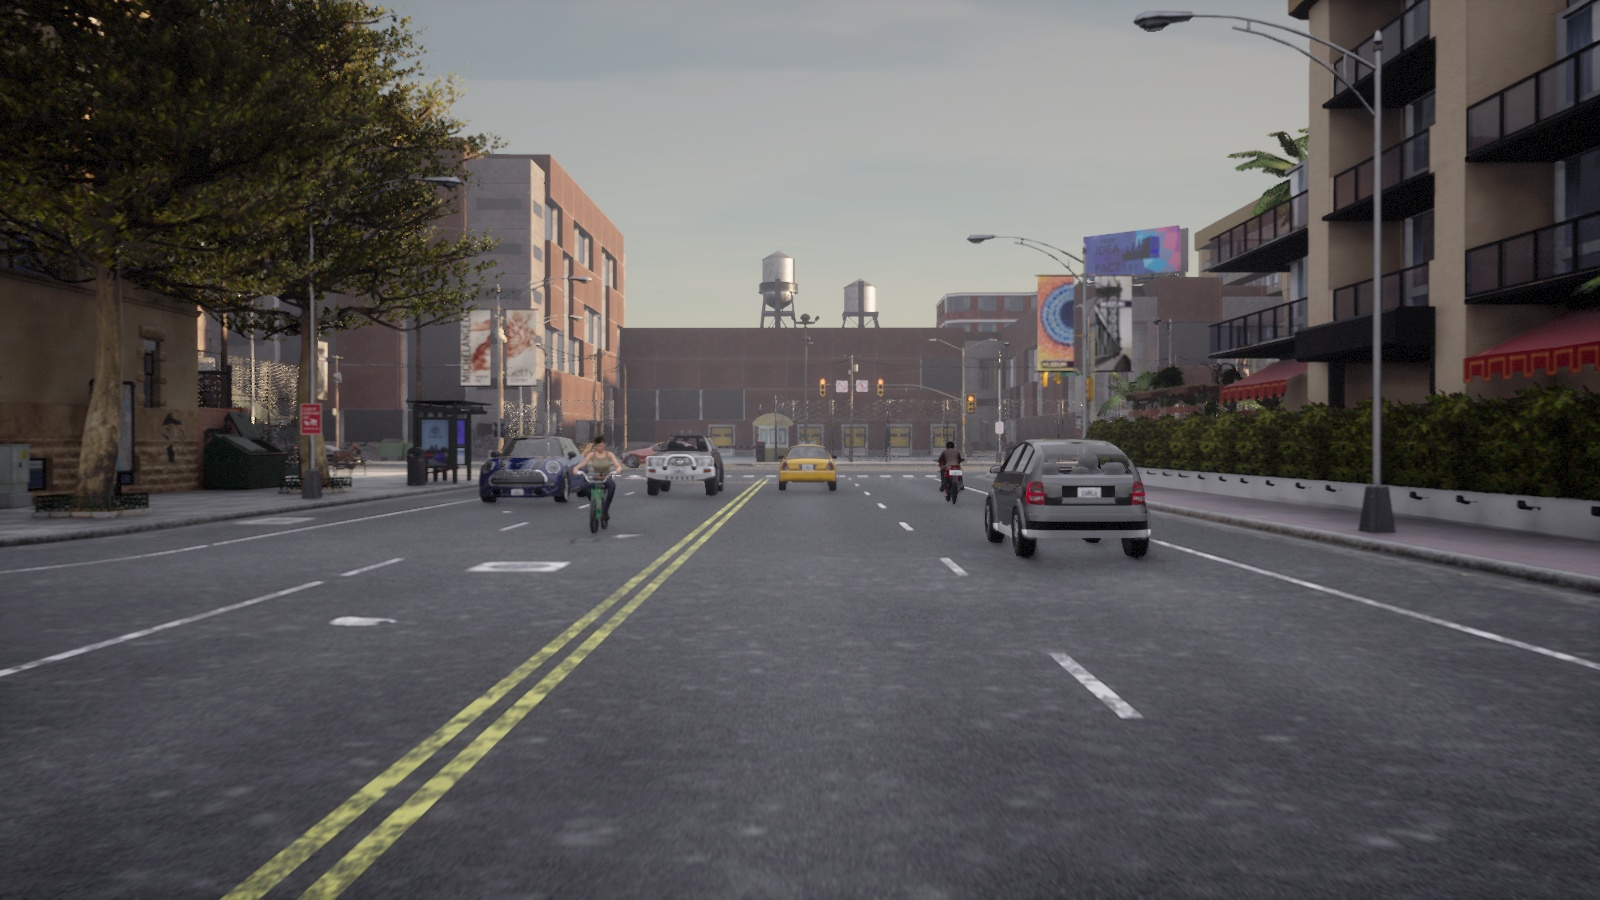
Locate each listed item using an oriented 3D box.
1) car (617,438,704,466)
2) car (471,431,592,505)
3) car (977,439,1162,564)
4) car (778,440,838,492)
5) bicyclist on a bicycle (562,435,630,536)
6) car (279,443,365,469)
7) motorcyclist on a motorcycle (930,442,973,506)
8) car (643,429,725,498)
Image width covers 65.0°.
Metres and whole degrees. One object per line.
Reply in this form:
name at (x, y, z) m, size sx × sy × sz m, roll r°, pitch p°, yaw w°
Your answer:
car at (-8.227, 0.099, 74.499) m, size 5.027 × 1.651 × 2.152 m, roll 0°, pitch 0°, yaw -2°
car at (-6.802, 0.418, 32.326) m, size 2.097 × 1.767 × 4.553 m, roll 0°, pitch 0°, yaw 0°
car at (3.614, 0.630, 17.463) m, size 1.789 × 1.549 × 3.705 m, roll 0°, pitch 0°, yaw 0°
car at (0.244, 0.459, 40.370) m, size 1.801 × 1.575 × 5.366 m, roll 0°, pitch 0°, yaw 0°
bicyclist on a bicycle at (-3.358, 0.563, 20.836) m, size 0.866 × 1.612 × 1.509 m, roll 0°, pitch 0°, yaw 1°
car at (-27.090, 0.337, 71.281) m, size 4.193 × 1.474 × 1.816 m, roll 0°, pitch 0°, yaw 2°
motorcyclist on a motorcycle at (3.689, 0.559, 30.718) m, size 0.797 × 1.523 × 2.044 m, roll 0°, pitch 0°, yaw 0°
car at (-3.279, 0.356, 36.302) m, size 1.932 × 1.855 × 4.605 m, roll 0°, pitch 0°, yaw 0°
